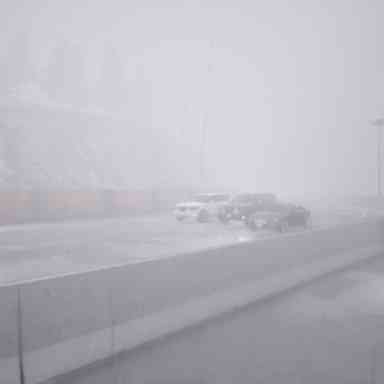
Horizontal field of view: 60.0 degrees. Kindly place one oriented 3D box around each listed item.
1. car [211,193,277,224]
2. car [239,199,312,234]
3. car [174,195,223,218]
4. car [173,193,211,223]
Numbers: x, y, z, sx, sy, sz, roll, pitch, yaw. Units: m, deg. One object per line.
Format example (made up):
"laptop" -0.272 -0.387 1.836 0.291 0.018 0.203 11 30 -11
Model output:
"car" 3.995 1.083 22.607 2.150 2.045 5.566 0 0 39
"car" 4.992 1.365 18.475 2.128 1.511 4.902 0 0 41
"car" 0.697 1.205 29.721 2.097 1.767 4.553 0 0 36
"car" 1.067 1.098 24.549 2.150 2.045 5.566 0 0 40
